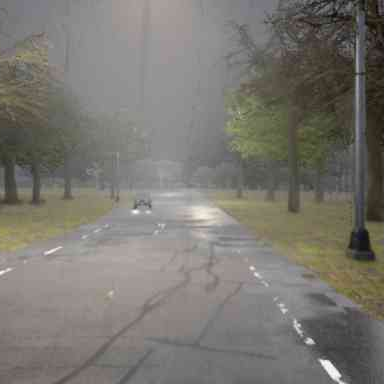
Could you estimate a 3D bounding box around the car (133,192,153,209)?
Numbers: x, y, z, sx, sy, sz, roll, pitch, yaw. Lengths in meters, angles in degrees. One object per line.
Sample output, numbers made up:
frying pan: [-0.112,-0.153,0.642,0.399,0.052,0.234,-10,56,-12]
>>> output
car: [-5.942,0.984,40.541,2.150,2.045,5.566,0,0,-6]
